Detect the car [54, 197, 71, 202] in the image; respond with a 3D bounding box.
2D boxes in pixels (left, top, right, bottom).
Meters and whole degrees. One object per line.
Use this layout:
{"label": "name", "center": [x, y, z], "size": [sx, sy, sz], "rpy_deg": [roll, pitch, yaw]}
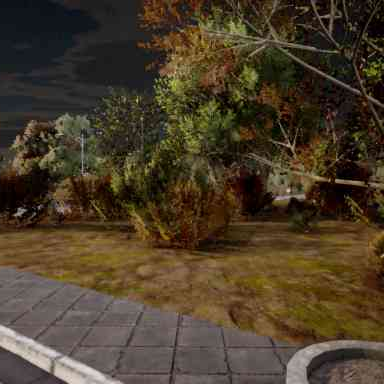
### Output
{"label": "car", "center": [-18.397, 1.273, 46.390], "size": [1.812, 1.442, 4.674], "rpy_deg": [0, 0, 32]}
